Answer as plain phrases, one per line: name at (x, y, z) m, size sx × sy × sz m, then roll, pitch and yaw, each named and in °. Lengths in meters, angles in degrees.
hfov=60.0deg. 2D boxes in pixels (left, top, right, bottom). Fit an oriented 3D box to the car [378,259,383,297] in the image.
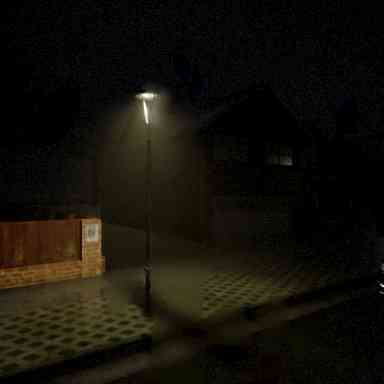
car at (5.909, 1.494, 7.146) m, size 4.902 × 1.511 × 2.128 m, roll 0°, pitch 0°, yaw -34°
